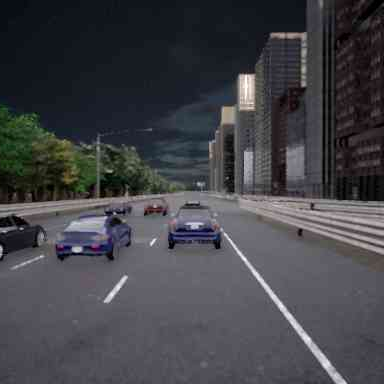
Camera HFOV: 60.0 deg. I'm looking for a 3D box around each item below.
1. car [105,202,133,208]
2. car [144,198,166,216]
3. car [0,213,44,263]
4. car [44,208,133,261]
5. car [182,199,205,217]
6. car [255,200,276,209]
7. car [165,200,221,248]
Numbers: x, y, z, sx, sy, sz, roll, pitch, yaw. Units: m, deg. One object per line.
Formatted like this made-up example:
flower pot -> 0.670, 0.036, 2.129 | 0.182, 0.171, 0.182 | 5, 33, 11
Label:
car -> -6.895, 1.611, 31.785 | 1.895, 1.301, 4.718 | 0, 0, 0
car -> -3.393, 1.362, 32.837 | 2.097, 1.767, 4.553 | 0, 0, 0
car -> -6.904, 1.505, 11.720 | 1.837, 1.490, 4.892 | 0, 0, 0
car -> -3.400, 1.526, 12.163 | 1.812, 1.442, 4.674 | 0, 0, 0
car -> 0.106, 1.502, 33.045 | 2.128, 1.511, 4.902 | 0, 0, 0
car -> 9.870, 1.661, 44.445 | 1.895, 1.301, 4.718 | 0, 0, -13
car -> 0.104, 1.353, 14.840 | 2.097, 1.767, 4.553 | 0, 0, 0
